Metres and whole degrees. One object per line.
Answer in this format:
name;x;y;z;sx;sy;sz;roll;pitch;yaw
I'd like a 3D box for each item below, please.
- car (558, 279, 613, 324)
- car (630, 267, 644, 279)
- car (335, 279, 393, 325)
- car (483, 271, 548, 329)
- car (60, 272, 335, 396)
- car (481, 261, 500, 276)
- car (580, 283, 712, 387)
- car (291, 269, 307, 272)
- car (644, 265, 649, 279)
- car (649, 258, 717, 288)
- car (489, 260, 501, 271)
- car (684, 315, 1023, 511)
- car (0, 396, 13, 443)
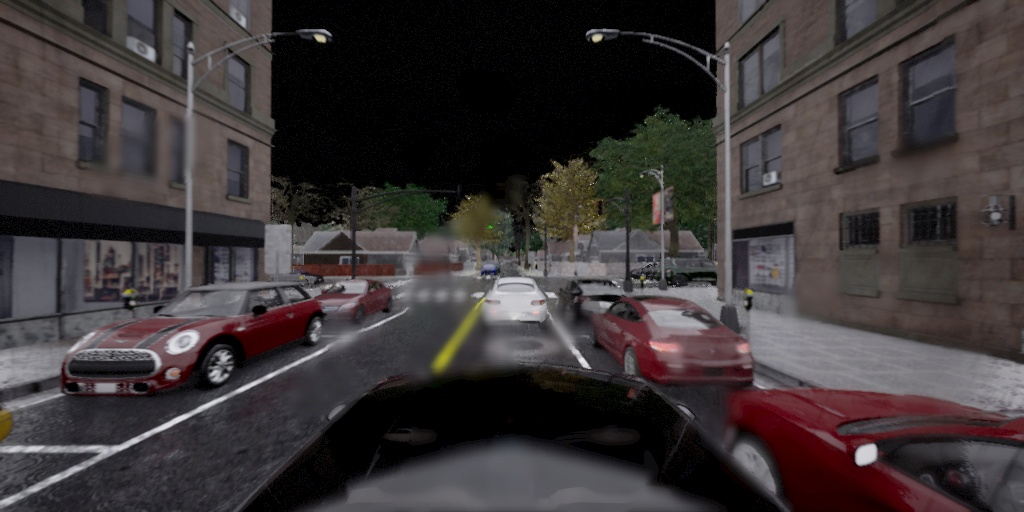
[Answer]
car;2.645;1.437;12.262;1.948;1.339;4.313;0;0;0
car;14.002;1.546;35.222;4.892;1.490;1.837;0;-1;1
car;-5.380;1.453;12.267;1.802;1.307;4.207;0;0;0
car;0.105;1.388;11.555;1.812;1.442;4.674;0;-1;0
car;-5.384;1.247;6.749;1.967;1.591;4.097;0;0;0
car;-3.044;1.779;48.065;1.882;1.535;5.008;0;-1;0
car;2.641;1.390;6.744;1.802;1.307;4.207;0;0;0
car;-17.287;1.717;28.570;4.181;1.385;1.994;0;-1;0
car;14.503;1.566;31.981;4.181;1.385;1.994;0;-1;0
car;13.168;1.159;25.514;5.566;2.045;2.150;0;-1;3
car;-3.000;1.651;58.305;2.150;2.045;5.566;0;-1;0
car;2.637;1.290;1.227;1.888;1.381;4.507;0;0;0
car;-5.389;1.270;1.060;1.751;1.417;4.829;0;0;0
